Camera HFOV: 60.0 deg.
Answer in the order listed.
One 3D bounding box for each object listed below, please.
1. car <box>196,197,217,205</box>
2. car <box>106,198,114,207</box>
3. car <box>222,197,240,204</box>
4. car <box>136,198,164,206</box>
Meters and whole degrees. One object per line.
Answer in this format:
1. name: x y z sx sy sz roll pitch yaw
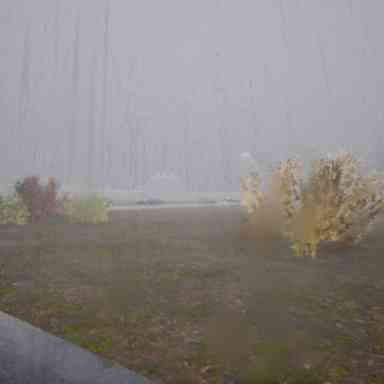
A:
1. car: 2.697 1.555 59.541 2.128 1.511 4.902 0 -1 36
2. car: -12.634 1.340 44.437 1.837 1.490 4.892 0 -1 36
3. car: 7.874 1.641 66.820 1.882 1.535 5.008 0 -1 36
4. car: -6.636 1.550 52.770 1.895 1.301 4.718 0 -1 36
